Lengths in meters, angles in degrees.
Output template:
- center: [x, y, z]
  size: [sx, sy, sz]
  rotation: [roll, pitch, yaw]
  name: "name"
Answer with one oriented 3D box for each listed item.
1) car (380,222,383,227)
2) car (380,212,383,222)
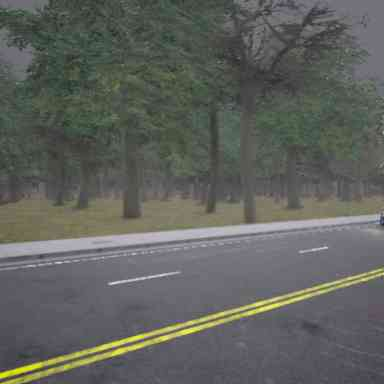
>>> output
- center: [6.846, 1.511, 8.318]
  size: [4.892, 1.490, 1.837]
  rotation: [0, 0, -35]
  name: "car"
- center: [14.276, 1.487, 21.830]
  size: [5.008, 1.535, 1.882]
  rotation: [0, 0, -35]
  name: "car"
